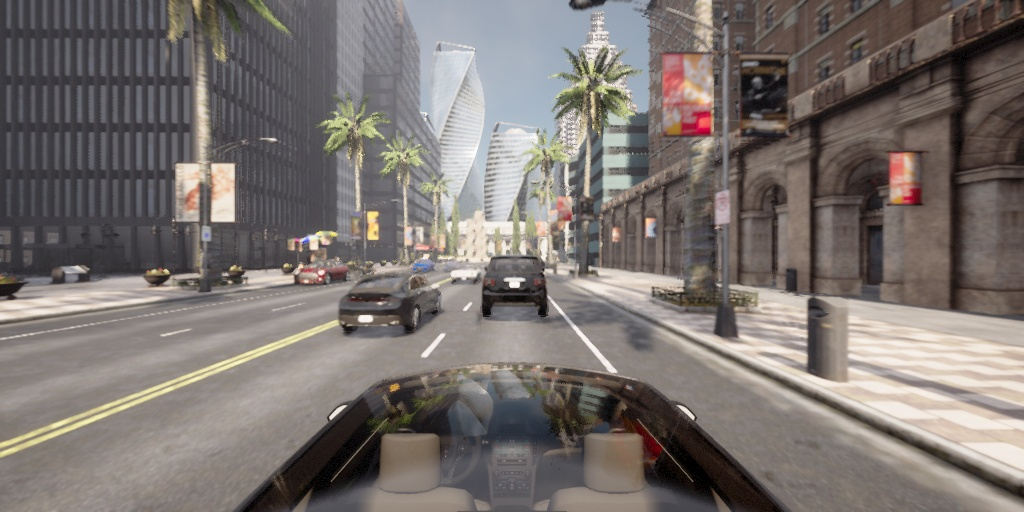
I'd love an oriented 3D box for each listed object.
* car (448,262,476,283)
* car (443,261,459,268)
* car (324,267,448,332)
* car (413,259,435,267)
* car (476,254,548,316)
[{"bbox_3d":[-3.467,1.335,27.977,1.895,1.301,4.718,0,0,0],"label":"car"},{"bbox_3d":[-7.309,1.272,44.320,2.033,1.411,5.357,0,0,0],"label":"car"},{"bbox_3d":[-3.423,1.248,10.862,1.837,1.490,4.892,0,0,0],"label":"car"},{"bbox_3d":[-10.807,1.202,44.340,1.882,1.535,5.008,0,0,0],"label":"car"},{"bbox_3d":[0.097,0.963,13.465,2.150,2.045,5.566,0,0,0],"label":"car"}]
